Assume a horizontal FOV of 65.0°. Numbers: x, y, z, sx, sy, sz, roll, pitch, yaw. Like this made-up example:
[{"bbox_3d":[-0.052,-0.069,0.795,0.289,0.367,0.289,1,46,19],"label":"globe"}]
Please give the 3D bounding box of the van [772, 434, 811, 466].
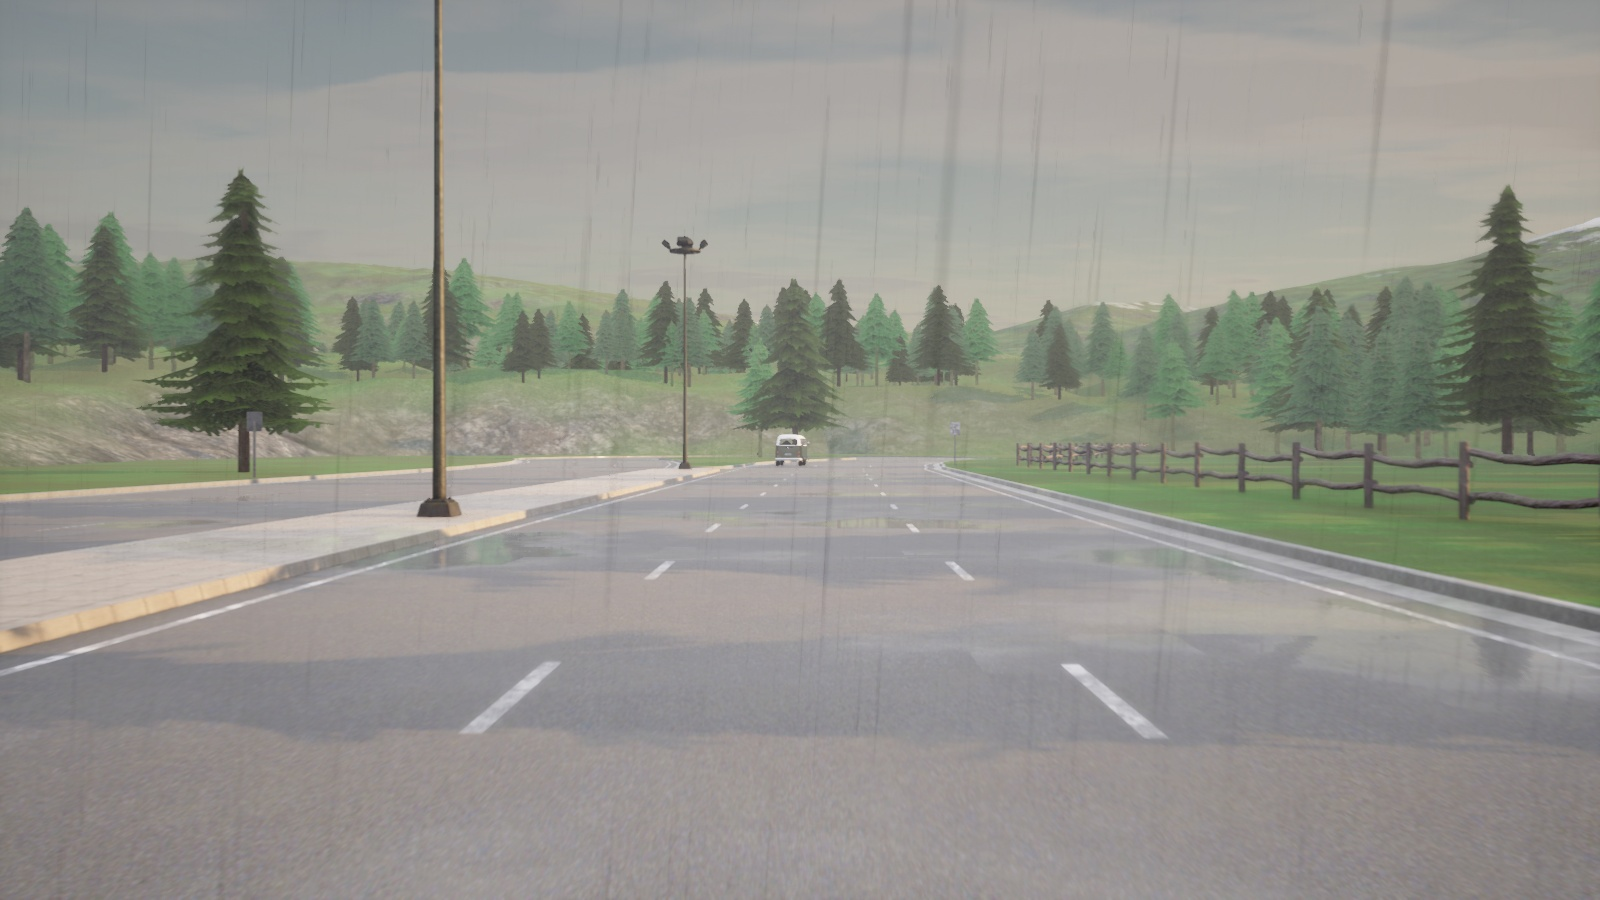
[{"bbox_3d":[-0.525,0.006,82.435,2.069,2.038,4.480,0,0,6],"label":"van"}]
